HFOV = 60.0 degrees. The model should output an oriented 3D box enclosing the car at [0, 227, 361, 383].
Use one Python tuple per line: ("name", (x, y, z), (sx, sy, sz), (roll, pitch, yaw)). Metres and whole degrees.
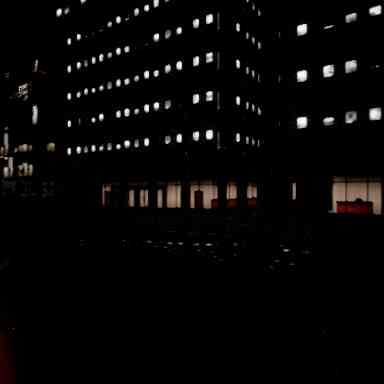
("car", (-0.954, 1.319, 3.550), (5.009, 1.841, 2.192), (0, 0, 35))
